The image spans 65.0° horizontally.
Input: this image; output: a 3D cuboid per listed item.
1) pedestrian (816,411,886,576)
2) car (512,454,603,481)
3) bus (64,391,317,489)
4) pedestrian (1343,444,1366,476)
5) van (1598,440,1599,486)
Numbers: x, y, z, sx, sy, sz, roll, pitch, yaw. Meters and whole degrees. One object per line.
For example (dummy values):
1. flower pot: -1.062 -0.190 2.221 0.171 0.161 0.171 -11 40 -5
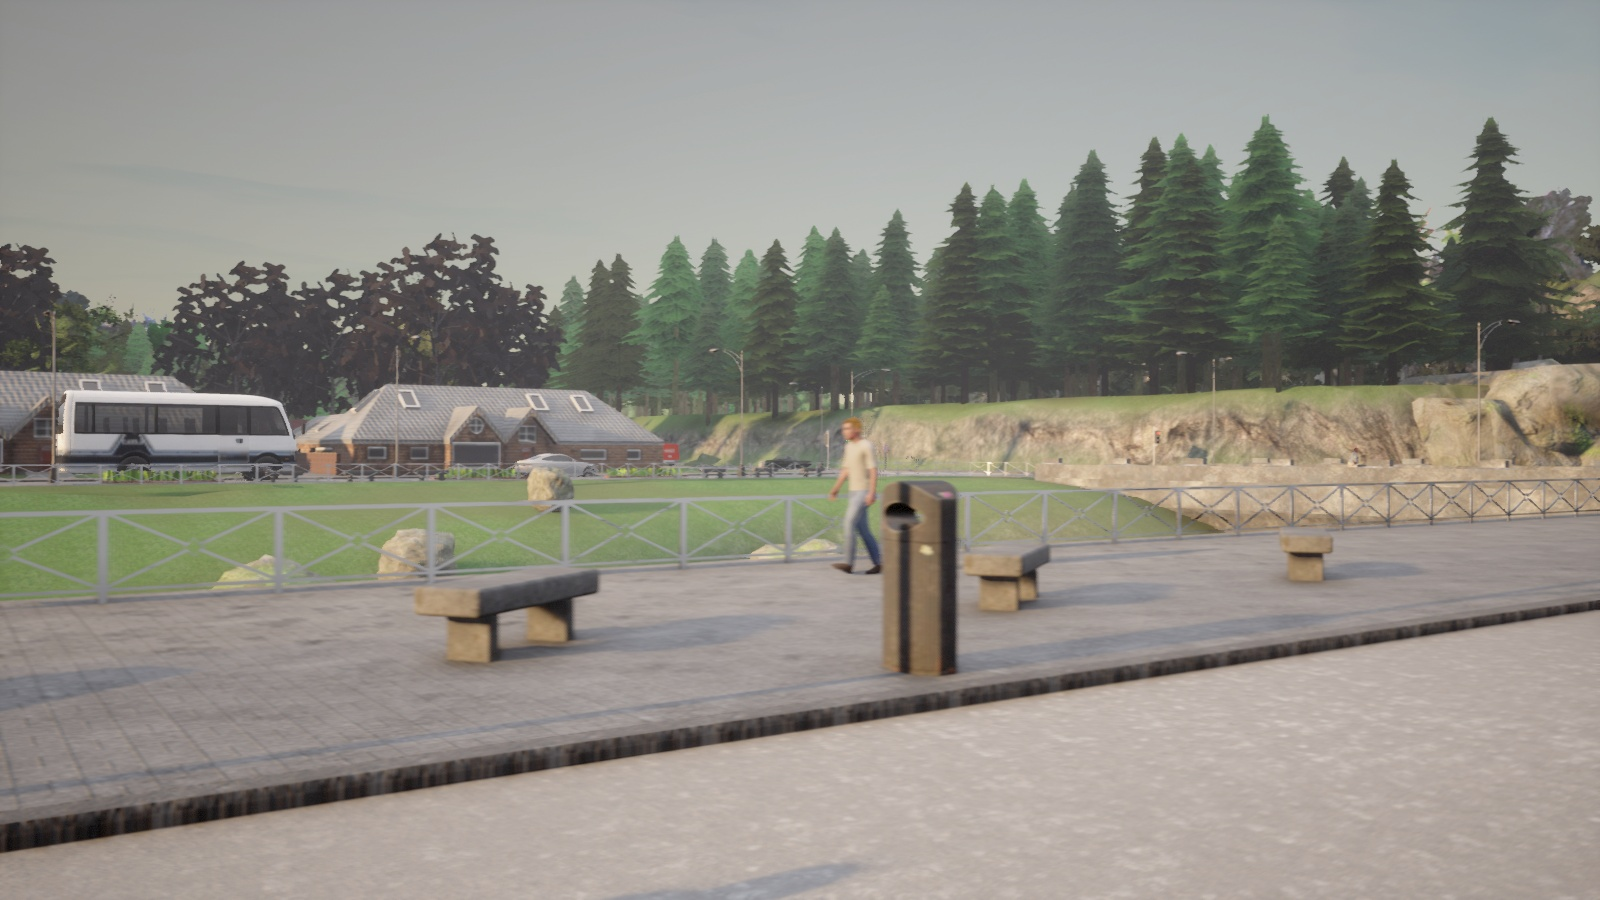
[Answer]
1. pedestrian: 0.581 0.488 14.261 0.706 1.836 0.354 0 0 -22
2. car: -13.491 0.971 69.998 4.674 1.442 1.812 0 0 -35
3. bus: -28.708 -0.425 59.417 10.273 4.253 3.944 0 0 -35
4. pedestrian: 32.464 0.566 73.574 0.874 1.855 0.900 0 0 -34
5. van: 36.814 0.551 53.470 1.775 1.987 4.442 0 0 -35
